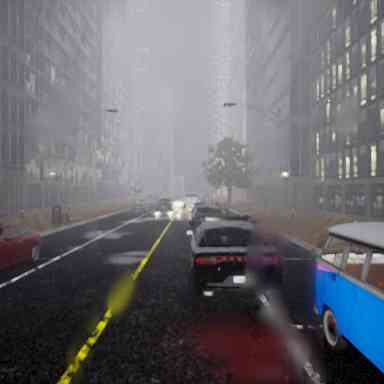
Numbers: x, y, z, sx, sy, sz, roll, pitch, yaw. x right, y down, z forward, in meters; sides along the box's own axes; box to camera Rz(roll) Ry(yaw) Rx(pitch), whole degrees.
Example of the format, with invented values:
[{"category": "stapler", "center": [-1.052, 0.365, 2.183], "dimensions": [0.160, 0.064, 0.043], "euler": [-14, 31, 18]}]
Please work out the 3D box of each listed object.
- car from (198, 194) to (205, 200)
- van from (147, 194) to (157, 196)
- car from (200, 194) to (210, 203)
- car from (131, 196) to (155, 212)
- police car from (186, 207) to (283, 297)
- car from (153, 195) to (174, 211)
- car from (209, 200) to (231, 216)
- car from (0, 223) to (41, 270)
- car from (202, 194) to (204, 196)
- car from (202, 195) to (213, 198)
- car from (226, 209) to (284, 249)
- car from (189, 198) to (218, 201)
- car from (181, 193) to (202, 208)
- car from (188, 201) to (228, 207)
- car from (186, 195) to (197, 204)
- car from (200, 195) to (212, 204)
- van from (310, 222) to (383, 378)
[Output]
[{"category": "car", "center": [2.515, 1.289, 88.979], "dimensions": [1.887, 1.381, 4.507], "euler": [0, 0, 0]}, {"category": "van", "center": [-5.787, 1.232, 49.119], "dimensions": [1.690, 1.788, 3.998], "euler": [0, 0, 0]}, {"category": "car", "center": [2.560, 1.272, 66.209], "dimensions": [1.967, 1.590, 4.097], "euler": [0, 0, 0]}, {"category": "car", "center": [-5.765, 1.474, 37.734], "dimensions": [2.008, 1.369, 4.403], "euler": [0, 0, 0]}, {"category": "police car", "center": [0.883, 1.408, 8.718], "dimensions": [1.930, 1.638, 5.238], "euler": [0, 0, 0]}, {"category": "car", "center": [-3.176, 1.425, 39.010], "dimensions": [1.837, 1.490, 4.892], "euler": [0, 0, 0]}, {"category": "car", "center": [2.627, 1.518, 32.055], "dimensions": [1.802, 1.307, 4.206], "euler": [0, 0, 0]}, {"category": "car", "center": [-5.709, 1.563, 9.271], "dimensions": [1.802, 1.307, 4.206], "euler": [0, 0, 0]}, {"category": "car", "center": [2.593, 1.442, 49.132], "dimensions": [2.008, 1.369, 4.403], "euler": [0, 0, 0]}, {"category": "car", "center": [2.605, 1.459, 43.440], "dimensions": [2.008, 1.369, 4.403], "euler": [0, 0, 0]}, {"category": "car", "center": [2.661, 1.552, 14.977], "dimensions": [1.802, 1.307, 4.206], "euler": [0, 0, 0]}, {"category": "car", "center": [0.851, 1.456, 24.609], "dimensions": [1.837, 1.490, 4.892], "euler": [0, 0, 0]}, {"category": "car", "center": [-0.084, 1.123, 45.806], "dimensions": [2.150, 2.045, 5.566], "euler": [0, 0, 0]}, {"category": "car", "center": [0.863, 1.468, 18.608], "dimensions": [1.837, 1.490, 4.892], "euler": [0, 0, 0]}, {"category": "car", "center": [-0.120, 1.379, 60.184], "dimensions": [1.812, 1.442, 4.674], "euler": [0, 0, 0]}, {"category": "car", "center": [2.571, 1.292, 60.517], "dimensions": [1.967, 1.590, 4.097], "euler": [0, 0, 0]}, {"category": "van", "center": [2.683, 1.334, 3.593], "dimensions": [1.690, 1.788, 3.998], "euler": [0, 0, 0]}]
